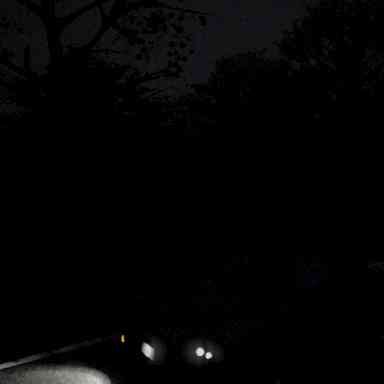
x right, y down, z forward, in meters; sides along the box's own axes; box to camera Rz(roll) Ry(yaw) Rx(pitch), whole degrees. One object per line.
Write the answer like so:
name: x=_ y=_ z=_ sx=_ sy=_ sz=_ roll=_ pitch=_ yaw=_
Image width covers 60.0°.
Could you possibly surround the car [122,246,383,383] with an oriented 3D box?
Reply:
car: x=1.147 y=1.539 z=4.787 sx=4.181 sy=1.385 sz=1.994 roll=0 pitch=0 yaw=-35
